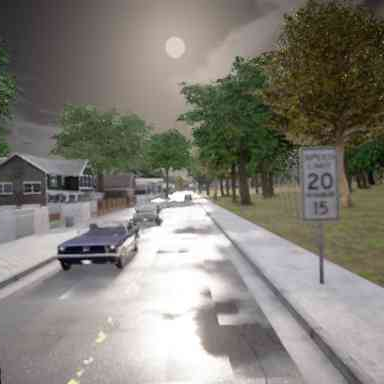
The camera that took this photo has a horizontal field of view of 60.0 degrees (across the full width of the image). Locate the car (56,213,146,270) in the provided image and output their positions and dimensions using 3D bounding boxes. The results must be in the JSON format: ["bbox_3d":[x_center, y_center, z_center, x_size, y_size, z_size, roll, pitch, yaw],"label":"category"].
[{"bbox_3d":[-2.993,1.672,11.583,1.895,1.301,4.718,-2,0,-1],"label":"car"}]

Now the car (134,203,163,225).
[{"bbox_3d":[-3.129,1.568,24.363,1.812,1.442,4.674,-2,0,-1],"label":"car"}]

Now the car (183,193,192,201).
[{"bbox_3d":[-0.862,1.264,72.541,2.128,1.511,4.902,-2,0,-1],"label":"car"}]

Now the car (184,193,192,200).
[{"bbox_3d":[-0.989,1.070,82.958,2.033,1.411,5.357,-2,0,-1],"label":"car"}]

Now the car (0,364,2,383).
[{"bbox_3d":[-2.886,1.641,1.643,1.994,1.385,4.181,-2,0,-1],"label":"car"}]
